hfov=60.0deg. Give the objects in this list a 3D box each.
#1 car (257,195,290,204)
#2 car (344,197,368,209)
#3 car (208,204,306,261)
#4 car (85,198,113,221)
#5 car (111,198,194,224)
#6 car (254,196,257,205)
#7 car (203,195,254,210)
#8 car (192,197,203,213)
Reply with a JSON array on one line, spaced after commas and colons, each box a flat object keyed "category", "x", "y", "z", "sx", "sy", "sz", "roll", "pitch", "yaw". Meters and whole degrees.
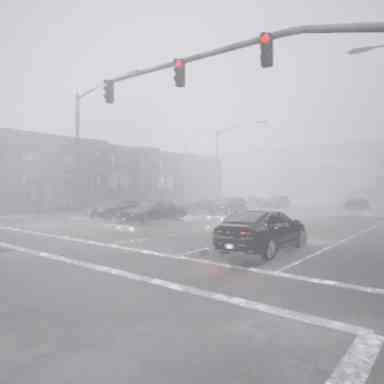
[{"category": "car", "x": 9.744, "y": 1.124, "z": 38.393, "sx": 1.837, "sy": 1.490, "sz": 4.892, "roll": 1, "pitch": 1, "yaw": 38}, {"category": "car", "x": 19.299, "y": 1.245, "z": 38.963, "sx": 1.895, "sy": 1.301, "sz": 4.718, "roll": 1, "pitch": 1, "yaw": 38}, {"category": "car", "x": 2.587, "y": 1.386, "z": 12.034, "sx": 1.837, "sy": 1.490, "sz": 4.892, "roll": 0, "pitch": 0, "yaw": 37}, {"category": "car", "x": -5.549, "y": 1.209, "z": 24.652, "sx": 2.128, "sy": 1.511, "sz": 4.902, "roll": 1, "pitch": 1, "yaw": 38}, {"category": "car", "x": -2.565, "y": 1.295, "z": 22.789, "sx": 2.033, "sy": 1.411, "sz": 5.357, "roll": 1, "pitch": 1, "yaw": 40}, {"category": "car", "x": 7.098, "y": 1.133, "z": 40.698, "sx": 2.033, "sy": 1.411, "sz": 5.357, "roll": 1, "pitch": 1, "yaw": 38}, {"category": "car", "x": 3.396, "y": 1.190, "z": 30.353, "sx": 1.837, "sy": 1.490, "sz": 4.892, "roll": 1, "pitch": 1, "yaw": 38}, {"category": "car", "x": 0.532, "y": 1.201, "z": 32.382, "sx": 2.033, "sy": 1.411, "sz": 5.357, "roll": 1, "pitch": 1, "yaw": 38}]
